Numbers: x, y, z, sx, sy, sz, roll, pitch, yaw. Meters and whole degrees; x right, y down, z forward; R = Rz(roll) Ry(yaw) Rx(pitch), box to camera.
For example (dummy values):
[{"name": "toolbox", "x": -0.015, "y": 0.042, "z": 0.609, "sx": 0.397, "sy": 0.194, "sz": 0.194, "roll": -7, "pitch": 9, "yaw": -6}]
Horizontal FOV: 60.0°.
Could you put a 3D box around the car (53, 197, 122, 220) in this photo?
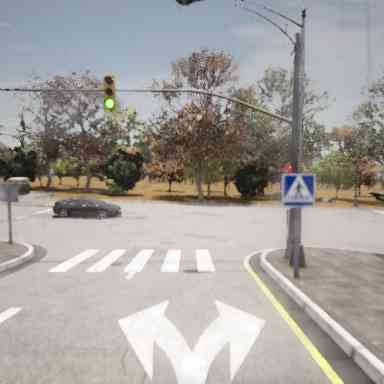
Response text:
[{"name": "car", "x": -7.605, "y": 1.126, "z": 24.284, "sx": 4.892, "sy": 1.490, "sz": 1.837, "roll": 2, "pitch": 4, "yaw": 5}]

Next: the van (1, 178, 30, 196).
[{"name": "van", "x": -20.319, "y": -0.663, "z": 38.846, "sx": 1.878, "sy": 1.987, "sz": 4.442, "roll": 1, "pitch": 4, "yaw": -14}]
